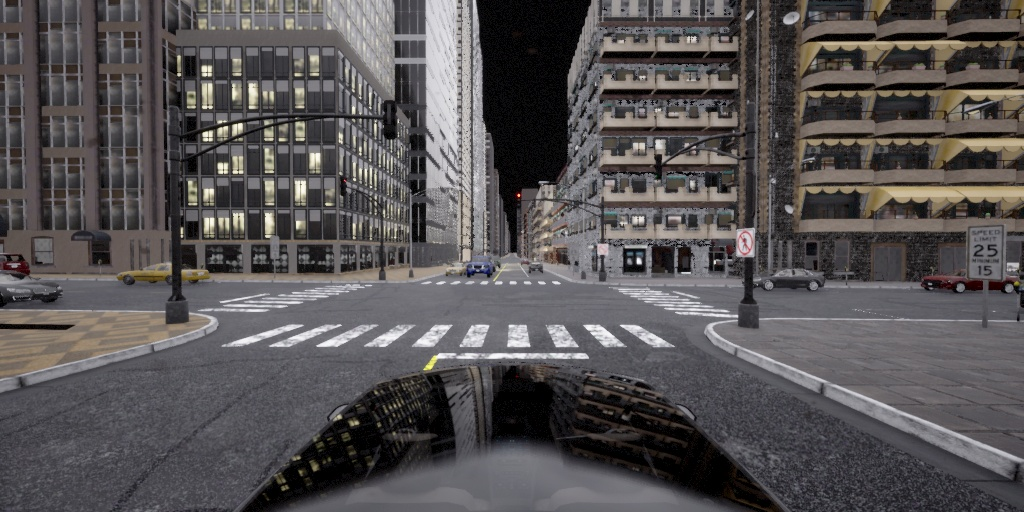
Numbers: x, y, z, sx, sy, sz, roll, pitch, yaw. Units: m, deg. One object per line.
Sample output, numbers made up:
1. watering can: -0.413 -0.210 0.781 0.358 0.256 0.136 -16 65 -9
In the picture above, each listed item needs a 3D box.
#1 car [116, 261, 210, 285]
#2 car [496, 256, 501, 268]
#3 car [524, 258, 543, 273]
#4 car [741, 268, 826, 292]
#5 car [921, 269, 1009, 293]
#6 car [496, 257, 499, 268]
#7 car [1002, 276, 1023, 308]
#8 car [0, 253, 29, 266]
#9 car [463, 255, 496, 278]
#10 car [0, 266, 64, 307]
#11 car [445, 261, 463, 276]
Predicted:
1. car: -21.631 1.030 22.290 4.829 1.417 1.751 0 0 1
2. car: -2.975 0.960 59.123 2.150 2.045 5.566 0 0 1
3. car: 2.762 1.290 42.219 2.007 1.370 4.403 0 0 0
4. car: 16.344 1.376 21.724 4.403 1.370 2.007 0 0 1
5. car: 27.409 1.462 21.548 4.507 1.381 1.888 0 0 1
6. car: -3.017 1.217 45.229 1.882 1.535 5.008 0 0 0
7. car: 21.736 1.576 13.257 4.313 1.339 1.948 0 0 1
8. car: -33.577 0.713 22.516 5.009 1.841 2.192 0 0 1
9. car: -3.042 0.963 34.710 2.150 2.045 5.566 0 0 0
10. car: -20.265 1.204 13.954 4.403 1.370 2.007 0 0 1
11. car: -5.629 1.266 36.409 1.751 1.417 4.829 0 0 0
